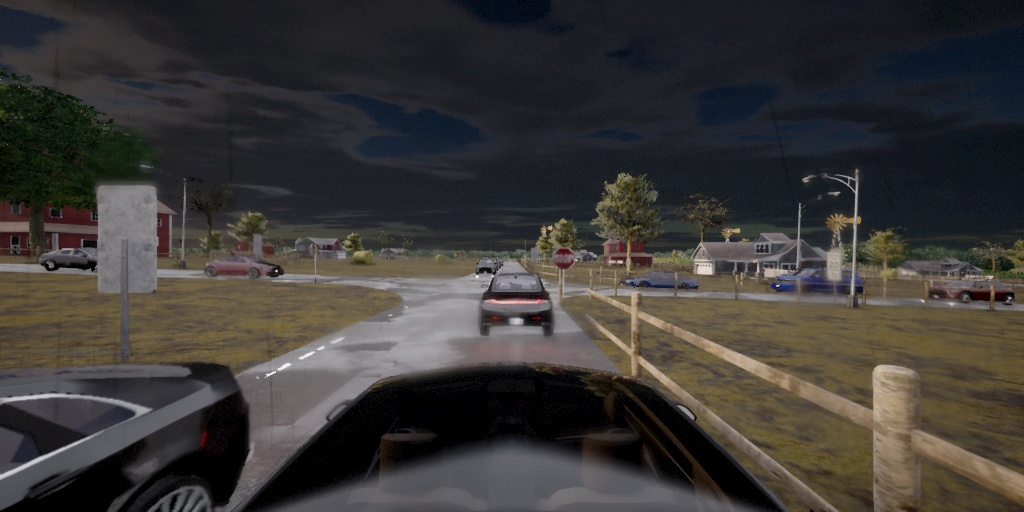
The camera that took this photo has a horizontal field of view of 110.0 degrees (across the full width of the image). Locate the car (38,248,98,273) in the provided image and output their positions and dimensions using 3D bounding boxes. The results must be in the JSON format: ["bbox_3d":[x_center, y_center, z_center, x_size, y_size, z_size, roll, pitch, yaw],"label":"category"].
[{"bbox_3d":[-27.179,0.271,23.063,4.902,1.511,2.128,2,0,0],"label":"car"}]

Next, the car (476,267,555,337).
[{"bbox_3d":[0.112,1.246,10.370,2.128,1.511,4.902,0,0,0],"label":"car"}]

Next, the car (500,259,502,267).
[{"bbox_3d":[-2.757,1.297,49.575,1.837,1.490,4.892,0,0,0],"label":"car"}]

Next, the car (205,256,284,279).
[{"bbox_3d":[-17.124,0.716,23.056,4.181,1.385,1.994,2,0,0],"label":"car"}]

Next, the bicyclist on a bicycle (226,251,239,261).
[{"bbox_3d":[-22.572,0.419,29.046,0.582,1.620,1.656,2,0,0],"label":"bicyclist on a bicycle"}]

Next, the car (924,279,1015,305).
[{"bbox_3d":[33.017,2.480,25.977,4.553,1.767,2.097,2,0,0],"label":"car"}]

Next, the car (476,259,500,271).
[{"bbox_3d":[-2.785,1.133,39.674,2.097,1.767,4.553,0,0,0],"label":"car"}]

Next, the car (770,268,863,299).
[{"bbox_3d":[22.021,1.903,25.990,5.566,2.045,2.150,3,0,0],"label":"car"}]

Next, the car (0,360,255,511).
[{"bbox_3d":[-2.843,1.241,0.622,2.128,1.511,4.902,0,0,0],"label":"car"}]

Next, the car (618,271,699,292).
[{"bbox_3d":[10.527,1.771,25.826,5.357,1.411,2.033,2,0,-3],"label":"car"}]

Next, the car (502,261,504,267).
[{"bbox_3d":[-2.732,1.357,59.864,2.033,1.411,5.357,0,0,1],"label":"car"}]
